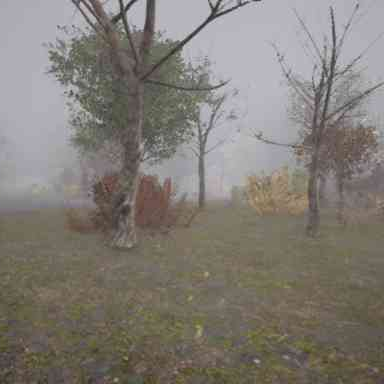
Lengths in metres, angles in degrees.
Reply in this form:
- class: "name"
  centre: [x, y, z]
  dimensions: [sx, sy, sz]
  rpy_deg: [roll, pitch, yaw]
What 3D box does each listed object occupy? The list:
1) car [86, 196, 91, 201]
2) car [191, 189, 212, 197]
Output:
- class: "car"
  centre: [-10.718, 0.180, 40.608]
  dimensions: [2.097, 1.767, 4.553]
  rpy_deg: [2, 1, 31]
- class: "car"
  centre: [1.875, 0.141, 61.846]
  dimensions: [2.033, 1.411, 5.357]
  rpy_deg: [2, 2, 31]
